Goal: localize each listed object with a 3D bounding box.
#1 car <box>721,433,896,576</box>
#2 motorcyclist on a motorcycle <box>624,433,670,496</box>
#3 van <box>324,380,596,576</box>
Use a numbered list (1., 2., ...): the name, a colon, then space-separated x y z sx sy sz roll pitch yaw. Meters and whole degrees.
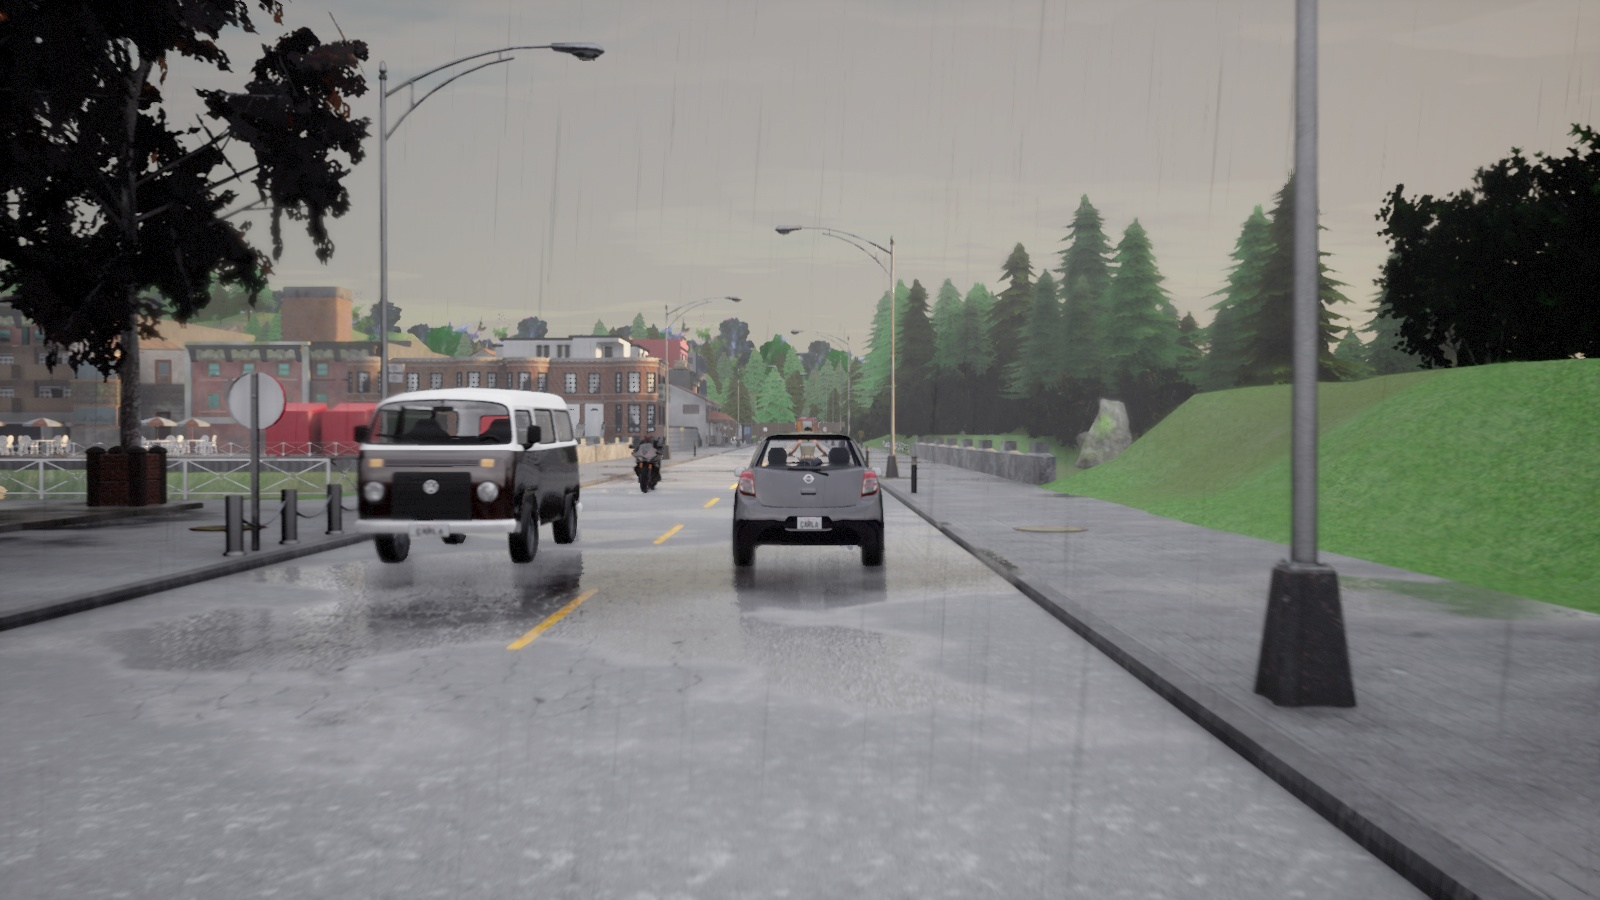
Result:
1. car: 0.097 0.549 15.043 1.845 1.501 3.633 0 1 0
2. motorcyclist on a motorcycle: -3.813 0.337 31.454 0.866 1.530 2.191 0 1 0
3. van: -3.901 0.250 15.310 2.069 2.038 4.480 0 1 0
